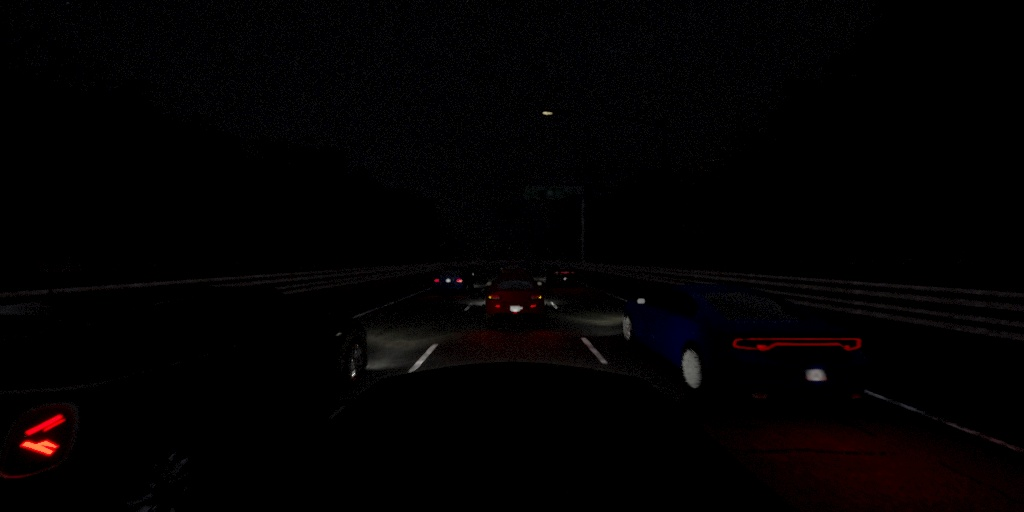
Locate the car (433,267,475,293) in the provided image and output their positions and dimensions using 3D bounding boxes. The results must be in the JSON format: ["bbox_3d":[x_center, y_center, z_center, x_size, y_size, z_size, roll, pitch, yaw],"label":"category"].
[{"bbox_3d":[-3.414,1.381,21.698,2.033,1.411,5.357,0,0,0],"label":"car"}]

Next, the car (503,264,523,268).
[{"bbox_3d":[0.096,1.343,28.204,1.882,1.535,5.008,0,0,0],"label":"car"}]

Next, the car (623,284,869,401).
[{"bbox_3d":[3.580,1.248,6.687,1.882,1.535,5.008,0,0,0],"label":"car"}]

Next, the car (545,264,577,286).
[{"bbox_3d":[3.594,1.349,26.663,2.128,1.511,4.902,0,0,0],"label":"car"}]

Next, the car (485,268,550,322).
[{"bbox_3d":[0.085,1.318,12.348,1.812,1.442,4.674,0,0,0],"label":"car"}]

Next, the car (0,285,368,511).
[{"bbox_3d":[-3.429,1.110,4.088,2.097,1.767,4.553,0,0,0],"label":"car"}]
